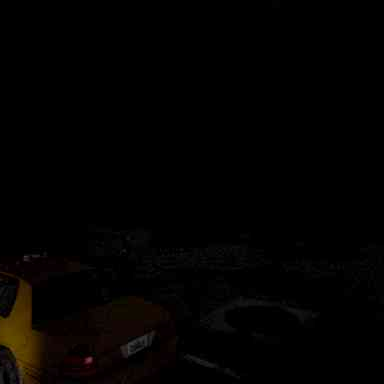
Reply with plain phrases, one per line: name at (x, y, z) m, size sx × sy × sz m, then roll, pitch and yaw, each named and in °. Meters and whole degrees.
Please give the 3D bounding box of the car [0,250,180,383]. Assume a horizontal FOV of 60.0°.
car at (-2.408, 1.525, 4.795) m, size 4.829 × 1.417 × 1.752 m, roll 0°, pitch 0°, yaw 37°
